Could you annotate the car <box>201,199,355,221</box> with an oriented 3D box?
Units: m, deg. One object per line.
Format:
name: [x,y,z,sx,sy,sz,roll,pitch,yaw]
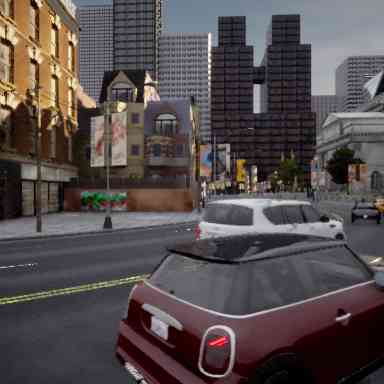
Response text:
car: [2.524,1.217,9.843,5.566,2.045,2.150,0,0,-43]

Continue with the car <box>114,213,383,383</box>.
car: [1.382,1.349,4.522,4.553,1.767,2.097,0,0,-37]

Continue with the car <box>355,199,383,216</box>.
car: [13.013,1.481,25.149,2.128,1.511,4.902,0,0,25]
